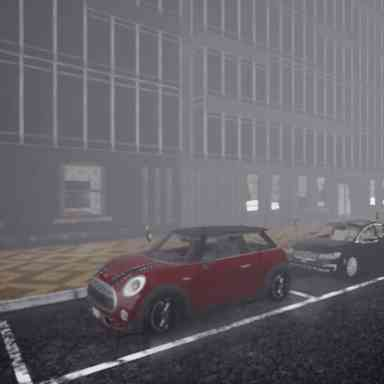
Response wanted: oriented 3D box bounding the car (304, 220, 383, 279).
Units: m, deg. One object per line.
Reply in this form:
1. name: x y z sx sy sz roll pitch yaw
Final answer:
1. car: 4.691 1.542 9.908 4.403 1.369 2.008 0 0 -36

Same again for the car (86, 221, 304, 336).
1. car: 0.057 1.437 6.602 4.097 1.590 1.967 0 0 -36
